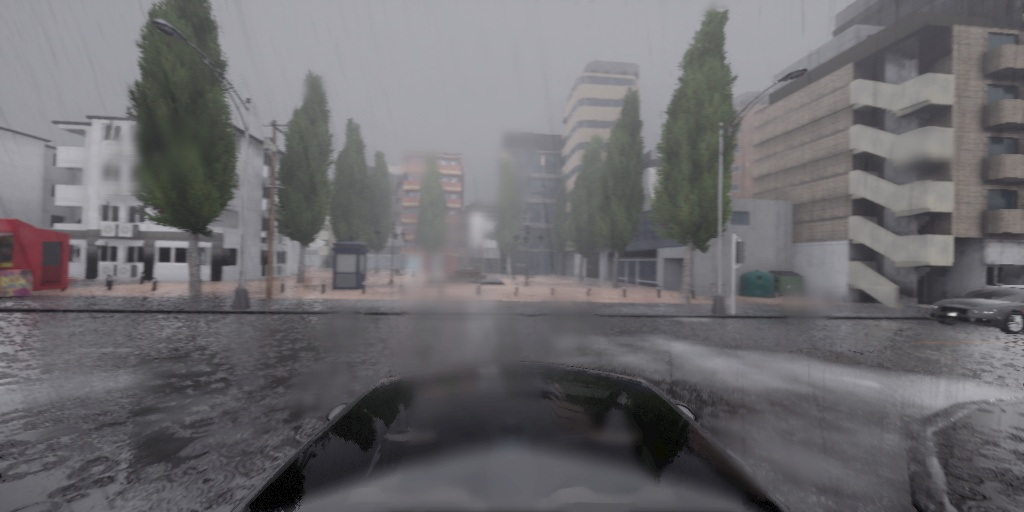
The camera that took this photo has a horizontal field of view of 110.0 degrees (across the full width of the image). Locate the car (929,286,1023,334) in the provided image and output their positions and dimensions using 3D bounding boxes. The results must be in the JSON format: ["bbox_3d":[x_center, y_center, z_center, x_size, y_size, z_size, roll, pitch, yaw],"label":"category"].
[{"bbox_3d":[17.378,1.796,12.420,4.892,1.490,1.837,1,-1,-5],"label":"car"}]
